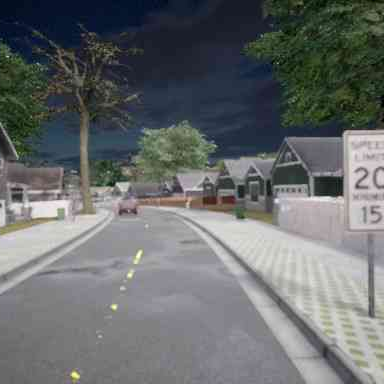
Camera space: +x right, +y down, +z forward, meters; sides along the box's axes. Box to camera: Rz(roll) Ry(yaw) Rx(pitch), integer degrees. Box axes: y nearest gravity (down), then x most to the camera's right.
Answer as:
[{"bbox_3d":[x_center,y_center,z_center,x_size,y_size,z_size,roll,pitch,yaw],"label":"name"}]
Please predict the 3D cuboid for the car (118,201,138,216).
[{"bbox_3d":[-6.928,1.670,36.016,1.882,1.535,5.008,-1,-1,-13],"label":"car"}]
